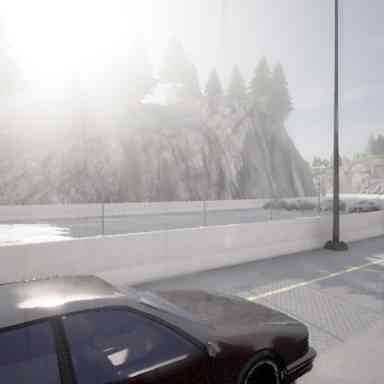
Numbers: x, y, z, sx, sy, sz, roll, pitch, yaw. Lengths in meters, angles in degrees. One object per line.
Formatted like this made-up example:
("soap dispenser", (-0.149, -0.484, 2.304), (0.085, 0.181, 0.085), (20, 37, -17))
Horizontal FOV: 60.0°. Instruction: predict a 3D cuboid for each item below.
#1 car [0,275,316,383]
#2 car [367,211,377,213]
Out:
("car", (-1.192, 1.547, 2.960), (5.357, 1.411, 2.033), (0, 0, -36))
("car", (17.337, 1.563, 33.493), (1.994, 1.385, 4.181), (0, 0, 43))
